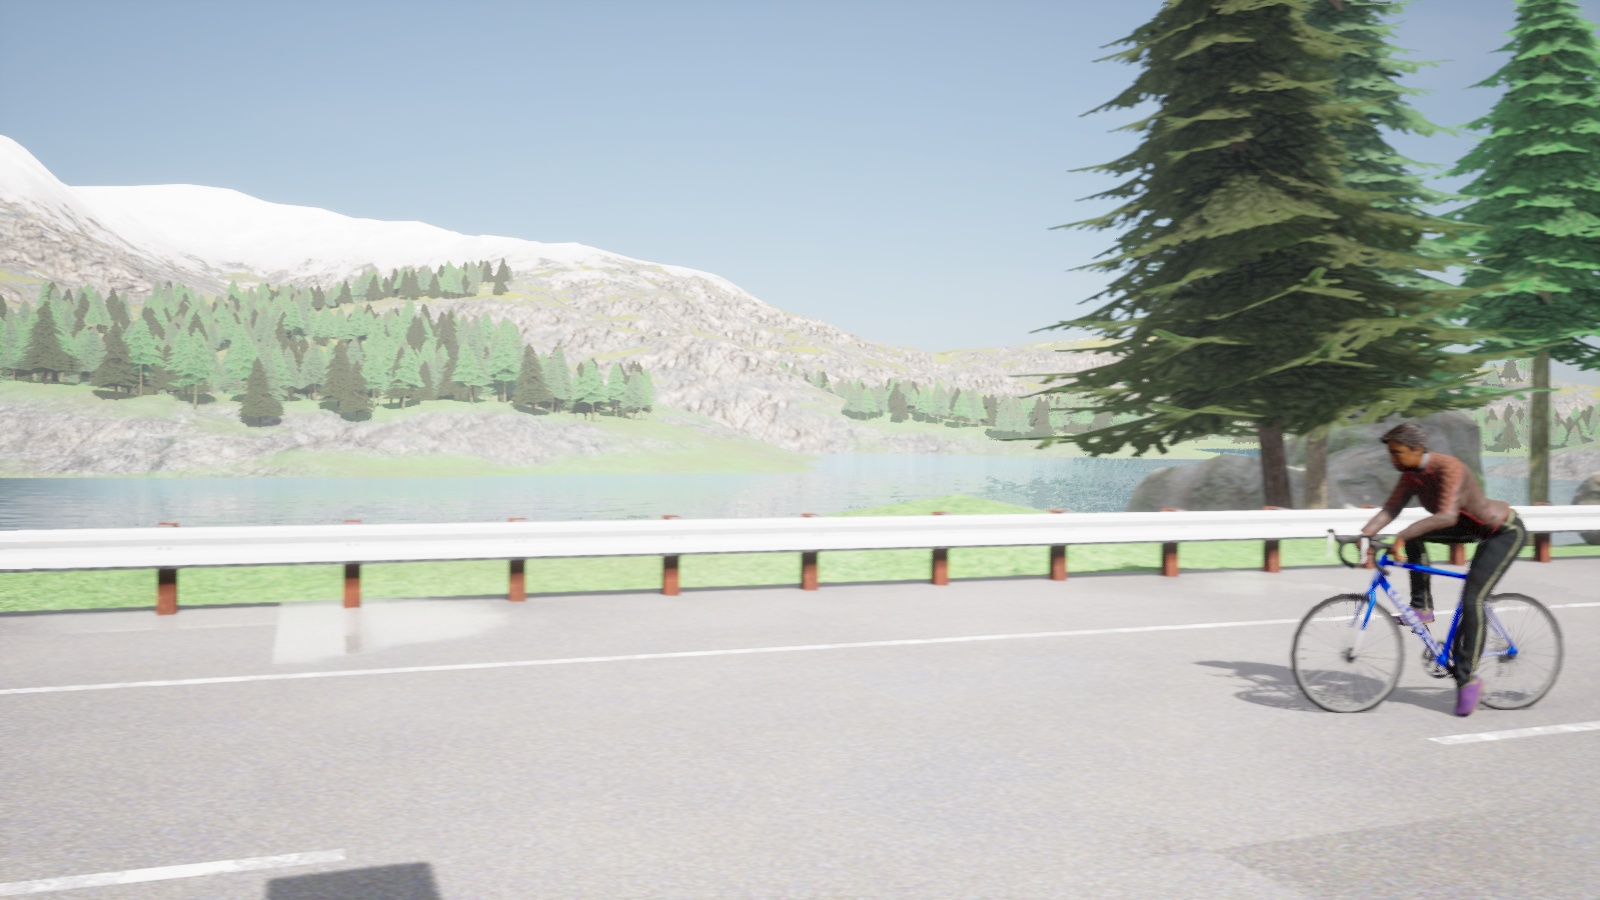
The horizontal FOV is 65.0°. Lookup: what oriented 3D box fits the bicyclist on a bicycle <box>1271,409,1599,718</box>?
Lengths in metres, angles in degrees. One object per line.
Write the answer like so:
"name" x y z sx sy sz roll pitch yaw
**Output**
"bicyclist on a bicycle" 3.583 0.597 7.055 1.656 1.620 0.582 -1 1 -7
